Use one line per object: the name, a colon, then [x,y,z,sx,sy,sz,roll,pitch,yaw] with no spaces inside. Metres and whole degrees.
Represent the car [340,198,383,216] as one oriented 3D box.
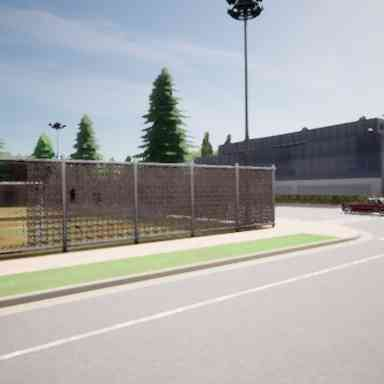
car: [14.589,1.169,26.946,1.895,1.301,4.718,-1,1,-32]
